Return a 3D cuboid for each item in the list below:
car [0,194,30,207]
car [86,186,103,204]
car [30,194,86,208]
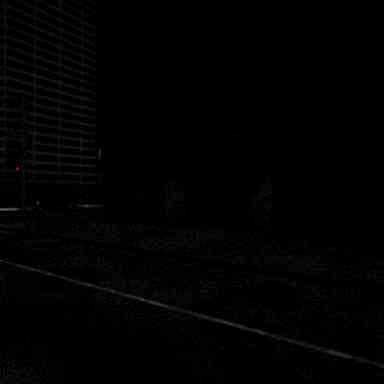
[{"bbox_3d":[-19.210,0.924,37.137,2.033,1.411,5.357,1,1,35],"label":"car"},{"bbox_3d":[-13.124,0.593,45.889,2.150,2.045,5.566,1,1,35],"label":"car"},{"bbox_3d":[-14.898,0.925,37.208,2.128,1.511,4.902,1,1,35],"label":"car"}]
